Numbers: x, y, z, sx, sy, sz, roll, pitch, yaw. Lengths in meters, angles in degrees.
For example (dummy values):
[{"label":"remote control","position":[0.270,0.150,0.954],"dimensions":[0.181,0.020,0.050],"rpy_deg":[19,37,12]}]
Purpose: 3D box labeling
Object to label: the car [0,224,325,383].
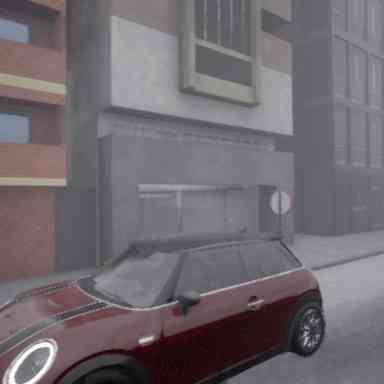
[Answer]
[{"label":"car","position":[-0.274,1.398,4.431],"dimensions":[4.553,1.767,2.097],"rpy_deg":[0,-1,-37]}]
